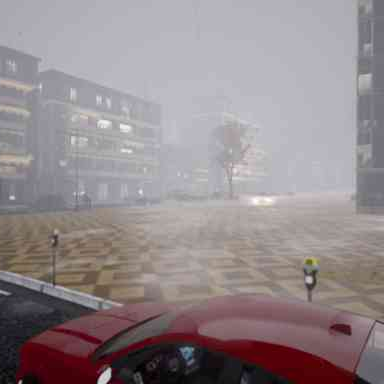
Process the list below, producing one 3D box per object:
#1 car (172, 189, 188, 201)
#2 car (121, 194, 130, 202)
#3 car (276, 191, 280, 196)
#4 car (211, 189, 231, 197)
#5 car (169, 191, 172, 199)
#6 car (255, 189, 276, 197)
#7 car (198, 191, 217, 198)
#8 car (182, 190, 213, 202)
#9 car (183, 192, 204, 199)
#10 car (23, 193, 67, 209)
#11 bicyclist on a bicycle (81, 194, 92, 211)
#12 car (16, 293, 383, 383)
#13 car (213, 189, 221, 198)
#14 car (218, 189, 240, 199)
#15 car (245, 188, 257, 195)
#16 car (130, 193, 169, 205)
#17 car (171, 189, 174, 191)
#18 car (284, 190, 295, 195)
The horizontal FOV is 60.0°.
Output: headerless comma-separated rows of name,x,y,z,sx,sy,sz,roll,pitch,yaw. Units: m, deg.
car,-0.616,0.740,55.081,1.882,1.535,5.008,1,1,35
car,-9.207,0.884,52.744,1.947,1.339,4.313,2,2,35
car,19.890,0.340,80.005,2.008,1.369,4.403,2,2,35
car,6.661,0.201,75.621,2.192,1.841,5.009,2,2,35
car,-6.034,0.782,57.321,2.008,1.369,4.403,2,2,35
car,16.718,0.425,75.430,2.008,1.369,4.403,2,2,35
car,3.388,0.500,70.910,1.752,1.417,4.829,2,2,35
car,0.852,0.856,52.546,2.008,1.369,4.403,2,2,35
car,0.312,0.624,66.475,1.947,1.339,4.313,2,2,35
car,-16.566,0.953,37.602,2.097,1.767,4.553,1,1,35
bicyclist on a bicycle,-10.067,0.999,31.639,1.656,1.620,0.582,0,1,35
car,0.371,1.544,2.601,4.507,1.381,1.887,0,1,36
car,5.259,0.606,63.642,1.837,1.490,4.892,1,1,35
car,7.296,0.655,61.839,1.752,1.417,4.829,2,2,35
car,16.179,-0.056,89.350,2.192,1.841,5.009,2,2,35
car,-5.494,1.030,43.393,2.008,1.369,4.403,2,2,35
car,-2.554,0.442,57.686,2.150,2.045,5.566,1,1,35
car,26.237,0.058,89.156,1.967,1.590,4.097,2,2,35
